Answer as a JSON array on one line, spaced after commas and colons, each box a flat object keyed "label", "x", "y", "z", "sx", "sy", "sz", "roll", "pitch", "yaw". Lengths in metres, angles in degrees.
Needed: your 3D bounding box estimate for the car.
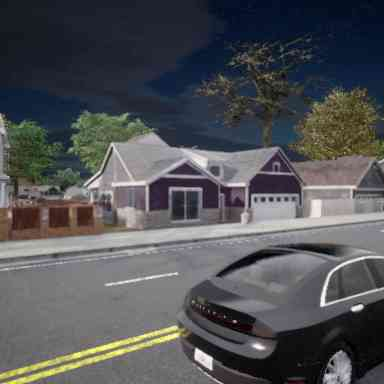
[{"label": "car", "x": 2.088, "y": 1.521, "z": 4.937, "sx": 4.892, "sy": 1.490, "sz": 1.837, "roll": 0, "pitch": 0, "yaw": -36}]
